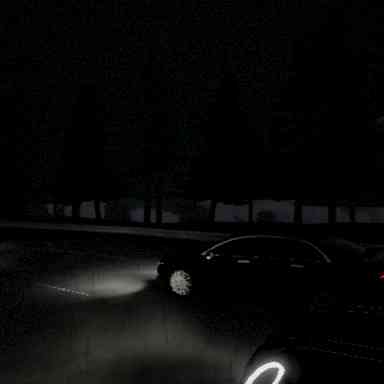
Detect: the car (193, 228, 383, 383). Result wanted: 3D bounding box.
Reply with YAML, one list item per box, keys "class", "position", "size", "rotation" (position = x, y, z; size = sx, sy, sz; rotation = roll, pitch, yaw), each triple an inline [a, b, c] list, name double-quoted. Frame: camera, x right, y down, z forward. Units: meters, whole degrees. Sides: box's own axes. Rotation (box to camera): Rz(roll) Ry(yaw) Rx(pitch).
- class: "car"
  position: [2.490, 1.347, 1.947]
  size: [4.553, 1.767, 2.097]
  rotation: [0, 0, 36]

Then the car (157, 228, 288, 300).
- class: "car"
  position: [1.487, 1.512, 6.894]
  size: [4.892, 1.490, 1.837]
  rotation: [-1, -1, 34]
